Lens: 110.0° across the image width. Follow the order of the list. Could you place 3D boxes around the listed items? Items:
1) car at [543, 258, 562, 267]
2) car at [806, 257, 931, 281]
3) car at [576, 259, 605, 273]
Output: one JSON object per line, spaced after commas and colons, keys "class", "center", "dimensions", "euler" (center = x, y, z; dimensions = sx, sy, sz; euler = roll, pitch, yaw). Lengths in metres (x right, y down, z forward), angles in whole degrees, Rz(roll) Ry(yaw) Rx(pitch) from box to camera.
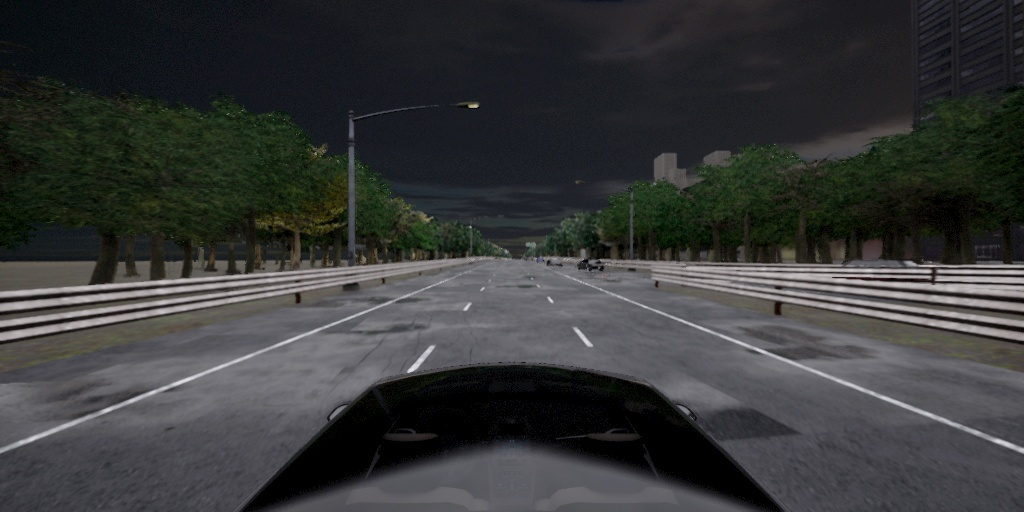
{"class": "car", "center": [6.980, 1.057, 59.706], "dimensions": [1.994, 1.385, 4.181], "euler": [0, 0, -6]}
{"class": "car", "center": [17.863, 0.932, 18.301], "dimensions": [2.097, 1.767, 4.553], "euler": [0, -1, -29]}
{"class": "car", "center": [9.261, 1.080, 42.730], "dimensions": [1.837, 1.490, 4.892], "euler": [-1, 0, -13]}
